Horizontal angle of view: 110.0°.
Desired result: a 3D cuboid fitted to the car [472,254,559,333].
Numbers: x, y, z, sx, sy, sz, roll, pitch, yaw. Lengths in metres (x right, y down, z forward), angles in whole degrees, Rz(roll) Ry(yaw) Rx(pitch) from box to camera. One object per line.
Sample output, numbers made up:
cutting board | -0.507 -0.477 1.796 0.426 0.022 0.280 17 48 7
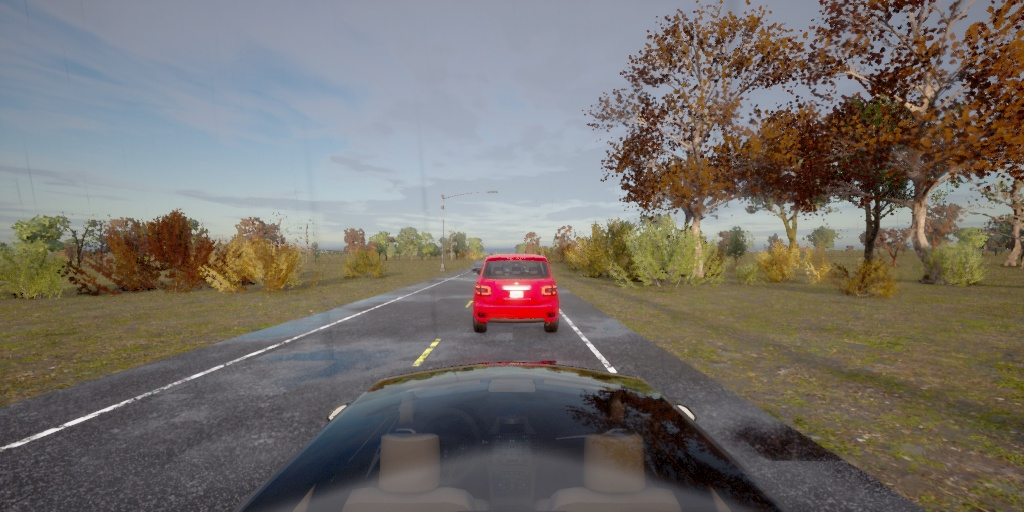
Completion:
car | 0.083 0.968 10.884 2.150 2.045 5.566 0 0 -1

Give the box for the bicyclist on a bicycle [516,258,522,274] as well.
bicyclist on a bicycle | 0.802 1.107 40.075 0.659 1.776 1.843 0 0 0

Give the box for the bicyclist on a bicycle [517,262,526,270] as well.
bicyclist on a bicycle | 0.873 1.110 30.063 0.659 1.776 1.843 0 0 0

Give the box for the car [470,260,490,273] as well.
car | -3.790 1.283 43.631 2.033 1.411 5.357 0 0 -1
